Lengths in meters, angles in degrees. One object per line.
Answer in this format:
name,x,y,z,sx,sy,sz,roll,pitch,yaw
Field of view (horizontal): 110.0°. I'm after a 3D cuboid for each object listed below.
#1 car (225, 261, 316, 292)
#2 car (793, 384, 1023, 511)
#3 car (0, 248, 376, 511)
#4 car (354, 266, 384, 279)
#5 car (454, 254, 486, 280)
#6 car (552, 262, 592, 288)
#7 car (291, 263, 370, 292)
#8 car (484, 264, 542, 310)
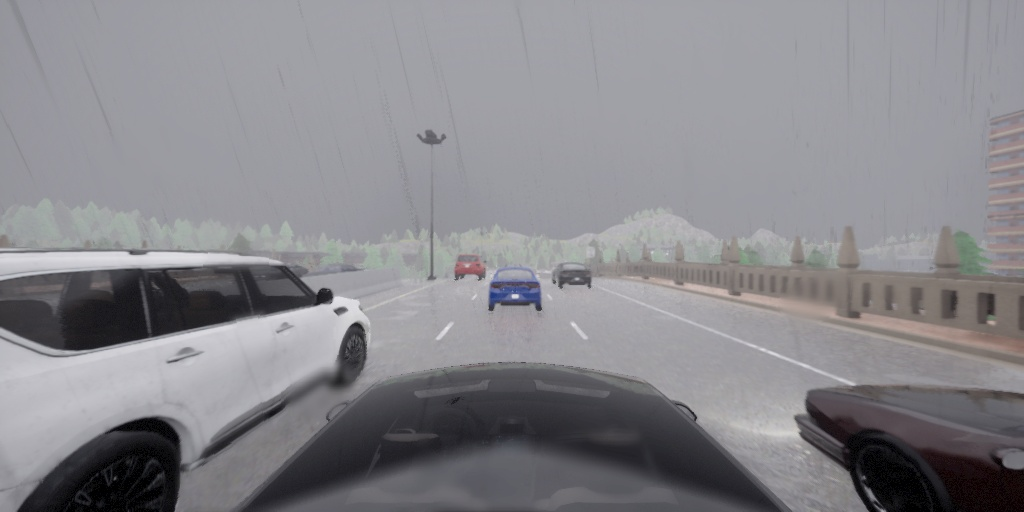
car,-14.080,1.127,21.379,2.128,1.511,4.902,0,0,0
car,3.597,1.302,0.904,2.033,1.411,5.357,0,0,0
car,-3.411,0.960,3.644,2.150,2.045,5.566,0,0,0
car,-17.507,2.112,44.216,1.994,1.385,4.181,0,-5,1
car,-3.388,0.936,29.725,2.150,2.045,5.566,0,-2,0
car,3.609,1.111,22.288,1.882,1.535,5.008,0,0,0
car,-10.572,1.182,21.478,2.033,1.411,5.357,0,0,0
car,0.104,1.155,14.236,1.882,1.535,5.008,0,0,0
